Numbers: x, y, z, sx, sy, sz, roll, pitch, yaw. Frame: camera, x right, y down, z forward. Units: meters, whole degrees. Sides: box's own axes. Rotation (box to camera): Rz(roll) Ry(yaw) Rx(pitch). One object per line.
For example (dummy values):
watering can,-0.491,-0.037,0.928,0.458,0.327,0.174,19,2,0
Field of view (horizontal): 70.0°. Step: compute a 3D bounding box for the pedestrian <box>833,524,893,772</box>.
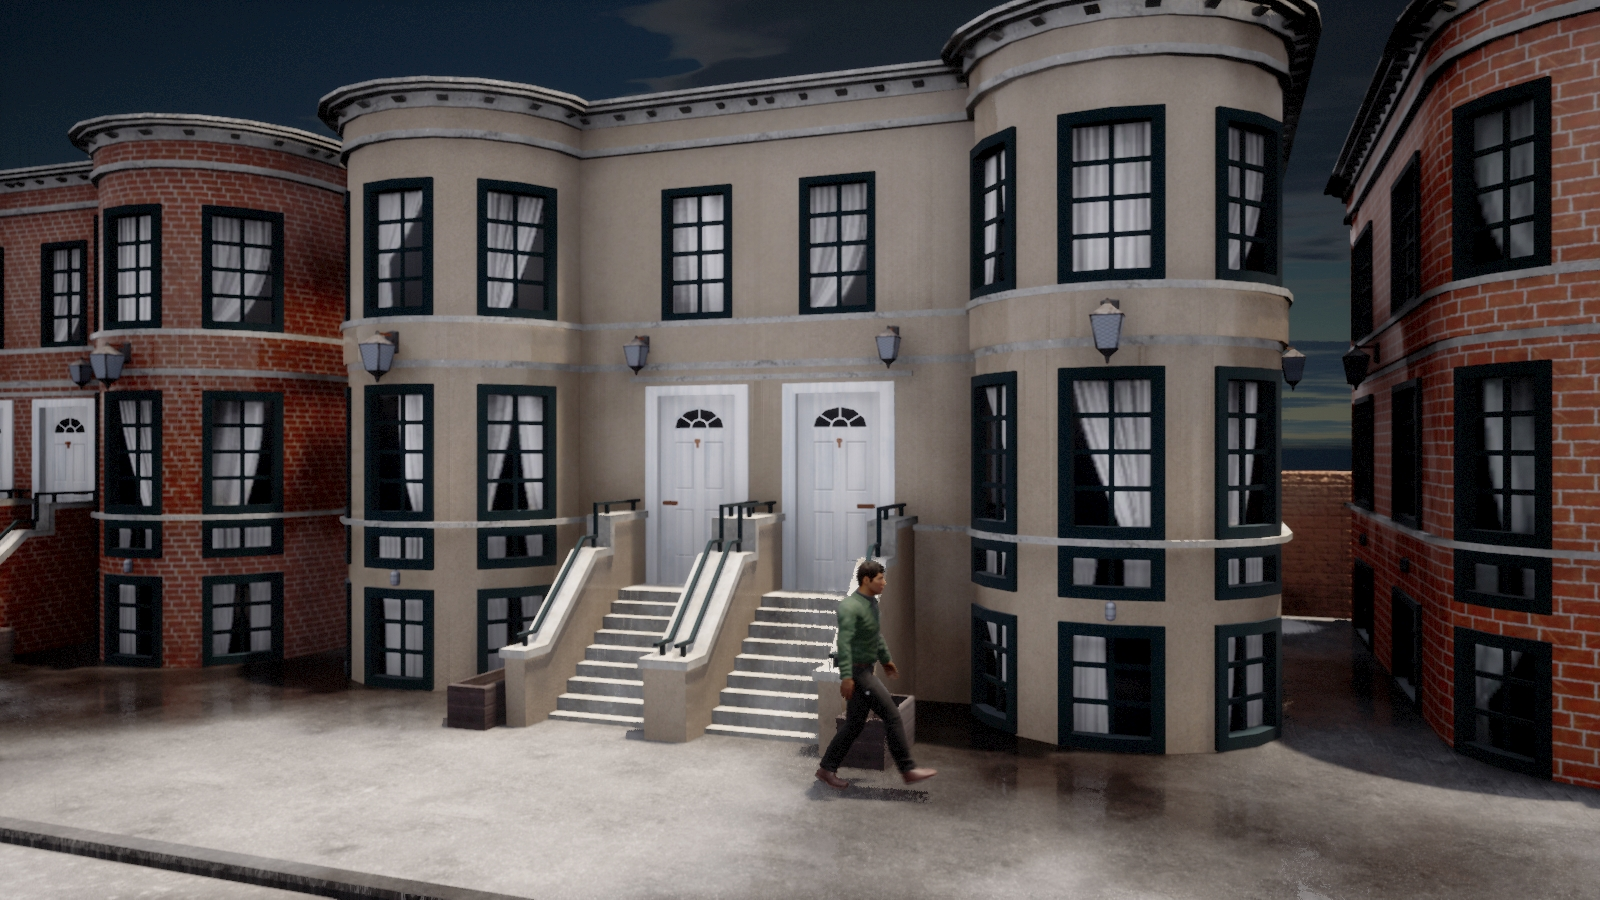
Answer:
pedestrian,0.496,1.526,8.967,0.375,1.860,0.375,0,0,20
